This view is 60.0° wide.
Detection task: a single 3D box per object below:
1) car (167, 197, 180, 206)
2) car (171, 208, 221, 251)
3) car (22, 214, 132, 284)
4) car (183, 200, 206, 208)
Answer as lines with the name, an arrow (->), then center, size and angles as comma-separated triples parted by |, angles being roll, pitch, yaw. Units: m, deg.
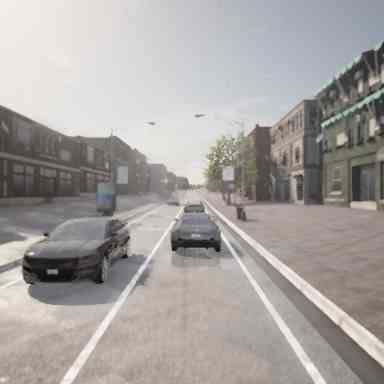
car -> -2.857, 1.445, 51.605 | 2.033, 1.411, 5.357 | 0, 1, 1
car -> 0.157, 1.574, 14.214 | 1.994, 1.385, 4.181 | 0, 0, 0
car -> -3.061, 1.485, 9.808 | 1.882, 1.535, 5.008 | 0, 0, 0
car -> 0.227, 1.500, 30.964 | 2.128, 1.511, 4.902 | 0, 0, 0
